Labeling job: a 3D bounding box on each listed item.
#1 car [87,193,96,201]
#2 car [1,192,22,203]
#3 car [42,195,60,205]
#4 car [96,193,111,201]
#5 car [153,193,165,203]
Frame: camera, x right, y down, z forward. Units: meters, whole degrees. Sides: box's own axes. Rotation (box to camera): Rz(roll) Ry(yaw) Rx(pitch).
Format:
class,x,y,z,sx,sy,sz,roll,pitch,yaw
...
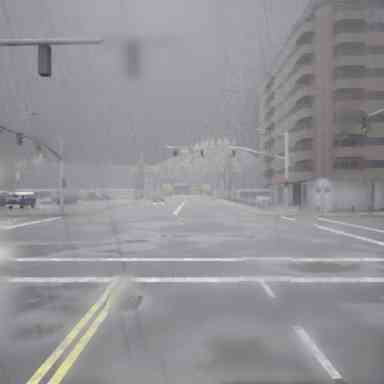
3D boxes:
class,x,y,z,sx,sy,sz,roll,pitch,yaw
car,-23.942,1.154,80.305,1.905,1.878,3.866,0,0,0
car,-43.566,1.154,80.338,1.905,1.878,3.866,0,0,0
car,-26.710,1.393,62.848,1.970,1.475,3.806,0,0,0
car,-21.048,1.151,80.241,1.932,1.855,4.605,0,0,0
car,-7.000,1.220,70.541,2.150,2.045,5.566,0,0,0
